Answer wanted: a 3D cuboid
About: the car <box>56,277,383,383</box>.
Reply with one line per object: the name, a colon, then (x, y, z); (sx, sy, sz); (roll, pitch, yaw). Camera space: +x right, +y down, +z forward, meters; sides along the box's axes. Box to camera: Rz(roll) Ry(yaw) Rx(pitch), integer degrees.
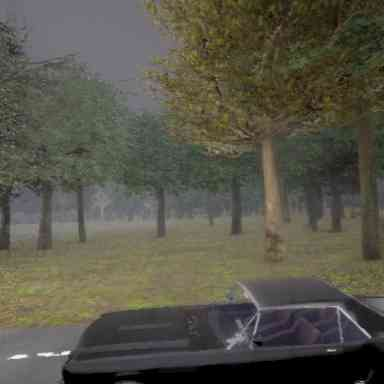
car: (0.857, 1.855, 4.210); (4.718, 1.301, 1.895); (-2, -4, -3)
